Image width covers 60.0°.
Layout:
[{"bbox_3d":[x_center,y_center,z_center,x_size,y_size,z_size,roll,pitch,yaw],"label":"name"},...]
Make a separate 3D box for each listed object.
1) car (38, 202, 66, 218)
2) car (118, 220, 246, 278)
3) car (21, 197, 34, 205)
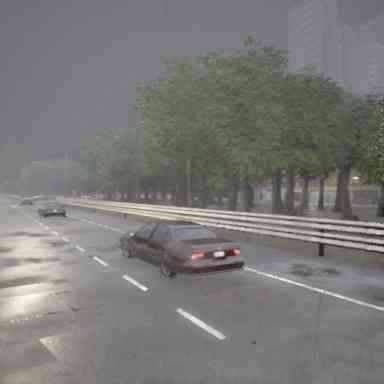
[{"bbox_3d":[-12.950,1.626,30.732,1.994,1.385,4.181,1,0,-31],"label":"car"},{"bbox_3d":[-0.628,1.598,10.425,2.033,1.411,5.357,1,0,-31],"label":"car"},{"bbox_3d":[-29.024,1.612,58.687,1.812,1.442,4.674,0,0,-24],"label":"car"}]
